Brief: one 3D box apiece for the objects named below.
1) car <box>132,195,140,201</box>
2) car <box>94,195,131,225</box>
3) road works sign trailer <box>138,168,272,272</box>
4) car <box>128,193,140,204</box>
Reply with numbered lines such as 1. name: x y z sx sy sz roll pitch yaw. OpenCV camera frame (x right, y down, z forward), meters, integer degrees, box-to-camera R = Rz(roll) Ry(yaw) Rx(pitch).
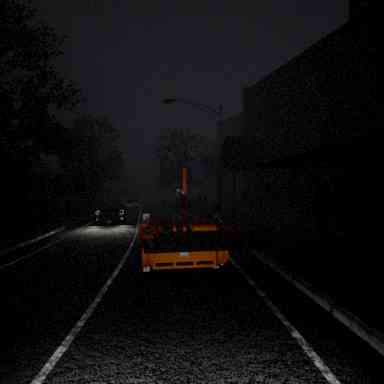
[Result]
1. car: -14.813 1.566 88.405 1.994 1.385 4.181 -1 0 -7
2. car: -5.758 1.363 24.071 2.097 1.767 4.553 -1 0 -8
3. road works sign trailer: 0.027 0.791 7.720 2.380 2.880 3.560 0 0 -10
4. car: -11.477 1.228 64.581 2.150 2.045 5.566 -1 0 -8
